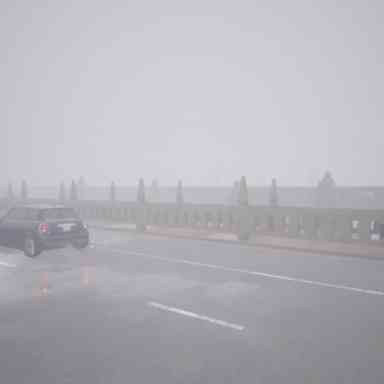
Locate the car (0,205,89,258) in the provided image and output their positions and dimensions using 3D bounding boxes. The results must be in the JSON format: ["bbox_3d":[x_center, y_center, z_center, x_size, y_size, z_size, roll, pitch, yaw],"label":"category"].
[{"bbox_3d":[-5.994,1.254,12.553,4.553,1.767,2.097,1,0,35],"label":"car"}]
